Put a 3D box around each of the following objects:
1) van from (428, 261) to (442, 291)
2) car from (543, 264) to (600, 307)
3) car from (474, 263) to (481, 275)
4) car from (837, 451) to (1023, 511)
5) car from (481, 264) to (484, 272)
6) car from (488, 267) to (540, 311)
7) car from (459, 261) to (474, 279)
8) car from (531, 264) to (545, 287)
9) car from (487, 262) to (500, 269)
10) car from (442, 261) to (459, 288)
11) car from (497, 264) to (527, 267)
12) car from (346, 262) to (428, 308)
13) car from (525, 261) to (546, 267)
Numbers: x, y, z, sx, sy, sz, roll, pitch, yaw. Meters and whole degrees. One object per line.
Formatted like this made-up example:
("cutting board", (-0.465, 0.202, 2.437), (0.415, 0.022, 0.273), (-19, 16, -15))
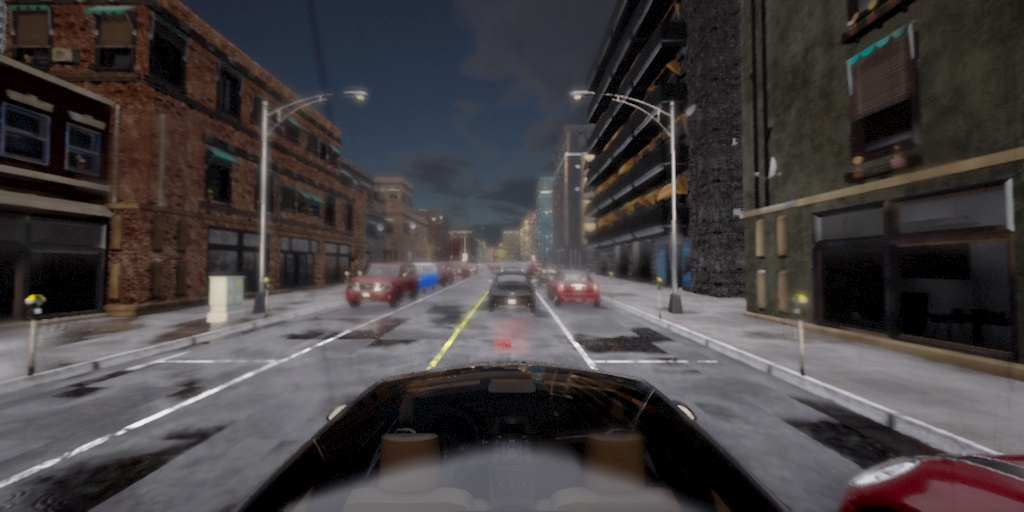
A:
("van", (-5.690, 1.313, 21.898), (1.690, 1.789, 3.998), (0, 0, 0))
("car", (2.692, 1.352, 16.485), (1.967, 1.591, 4.097), (0, 0, 0))
("car", (-5.693, 1.706, 48.933), (1.967, 1.591, 4.097), (0, 0, 0))
("car", (2.693, 1.174, 0.264), (1.967, 1.591, 4.097), (0, 0, 0))
("car", (-5.695, 1.934, 59.746), (2.007, 1.370, 4.403), (0, 0, 0))
("car", (0.016, 1.408, 15.363), (1.837, 1.490, 4.892), (0, 0, 0))
("car", (-5.692, 1.463, 38.119), (2.192, 1.841, 5.009), (0, 0, 0))
("car", (2.691, 1.581, 27.299), (2.007, 1.370, 4.403), (0, 0, 0))
("car", (-3.031, 1.914, 64.669), (1.882, 1.535, 5.008), (0, -1, 0))
("car", (-5.690, 1.346, 27.305), (2.192, 1.841, 5.009), (0, 0, 0))
("car", (0.017, 1.628, 30.333), (1.994, 1.385, 4.181), (0, -1, 0))
("car", (-5.689, 1.227, 16.491), (2.192, 1.841, 5.009), (0, 0, 0))
("car", (2.689, 1.463, 38.112), (2.192, 1.841, 5.009), (0, 0, 0))
